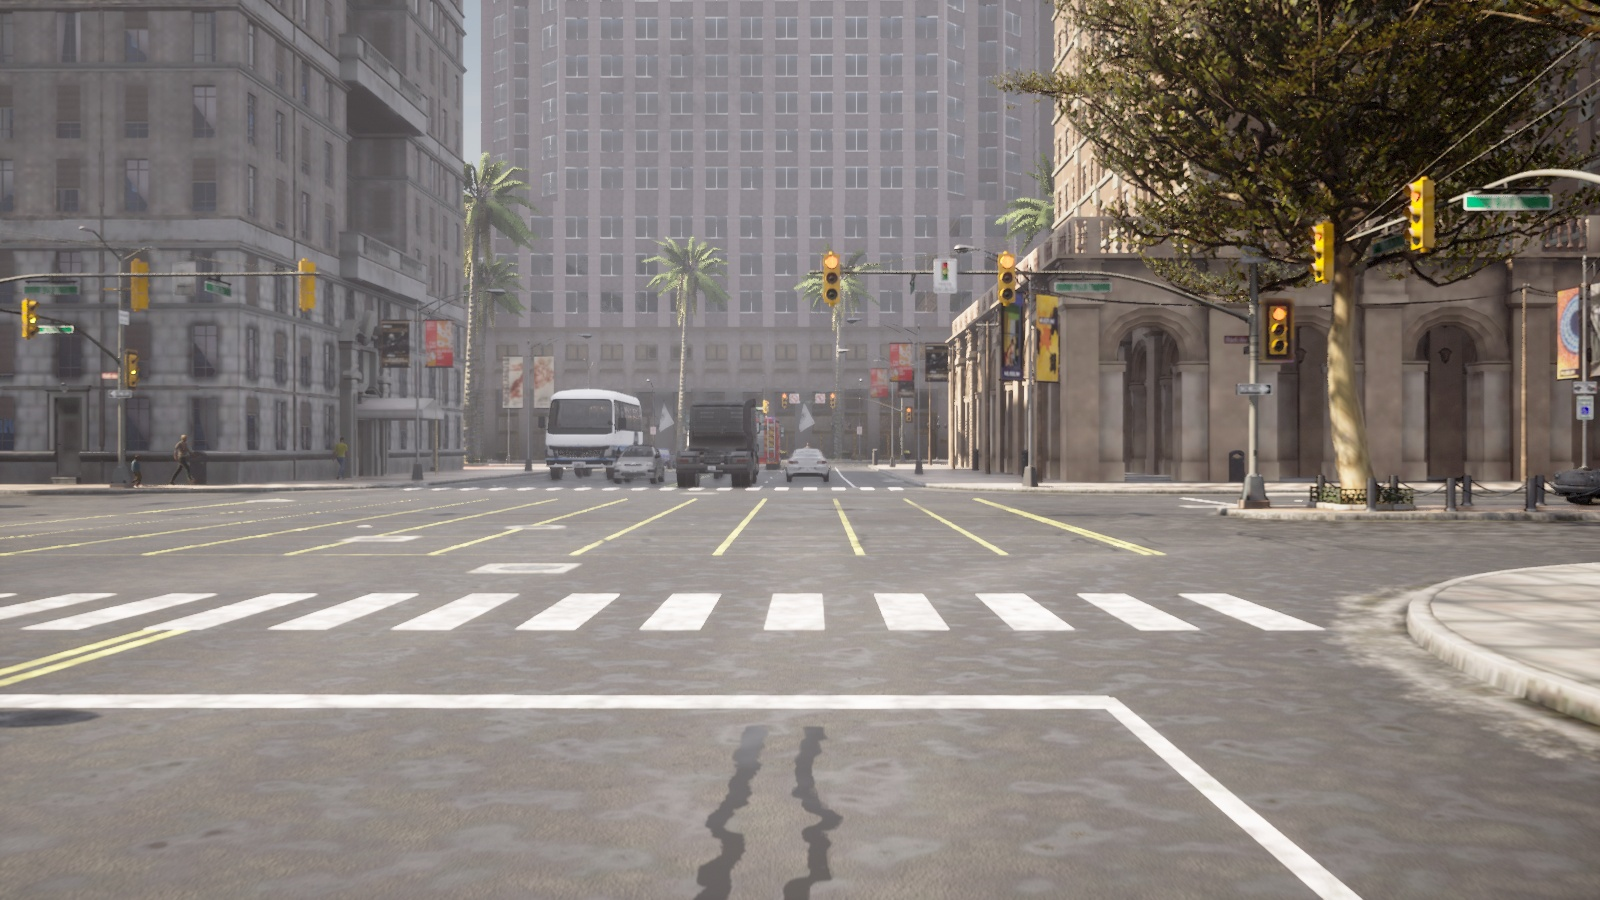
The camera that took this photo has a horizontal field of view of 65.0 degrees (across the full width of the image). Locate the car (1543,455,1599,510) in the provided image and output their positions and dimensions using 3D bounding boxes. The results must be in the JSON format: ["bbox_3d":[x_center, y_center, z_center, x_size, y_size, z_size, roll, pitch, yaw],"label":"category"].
[{"bbox_3d":[21.319,0.791,31.082,4.718,1.301,1.895,0,0,1],"label":"car"}]

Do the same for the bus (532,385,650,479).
[{"bbox_3d":[-10.114,-0.824,62.122,3.944,4.253,10.273,0,0,1],"label":"bus"}]

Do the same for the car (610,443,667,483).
[{"bbox_3d":[-6.686,0.516,52.311,1.851,1.617,3.988,0,0,0],"label":"car"}]

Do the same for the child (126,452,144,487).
[{"bbox_3d":[-23.014,0.663,43.452,0.448,1.192,0.343,0,0,-4],"label":"child"}]

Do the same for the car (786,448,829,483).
[{"bbox_3d":[0.330,0.643,55.547,1.812,1.442,4.674,0,0,0],"label":"car"}]

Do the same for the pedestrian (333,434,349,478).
[{"bbox_3d":[-19.288,0.264,52.808,0.354,1.836,0.706,0,0,5],"label":"pedestrian"}]

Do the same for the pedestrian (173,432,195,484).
[{"bbox_3d":[-21.797,0.281,44.447,0.634,1.846,0.331,0,0,2],"label":"pedestrian"}]

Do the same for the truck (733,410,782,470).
[{"bbox_3d":[-2.815,-0.658,85.026,2.891,3.827,8.468,0,0,1],"label":"truck"}]

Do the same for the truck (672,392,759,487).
[{"bbox_3d":[-3.201,-0.394,49.718,2.891,3.462,7.936,0,0,0],"label":"truck"}]

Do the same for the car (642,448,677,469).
[{"bbox_3d":[-9.718,0.560,87.321,1.812,1.442,4.674,0,0,1],"label":"car"}]
